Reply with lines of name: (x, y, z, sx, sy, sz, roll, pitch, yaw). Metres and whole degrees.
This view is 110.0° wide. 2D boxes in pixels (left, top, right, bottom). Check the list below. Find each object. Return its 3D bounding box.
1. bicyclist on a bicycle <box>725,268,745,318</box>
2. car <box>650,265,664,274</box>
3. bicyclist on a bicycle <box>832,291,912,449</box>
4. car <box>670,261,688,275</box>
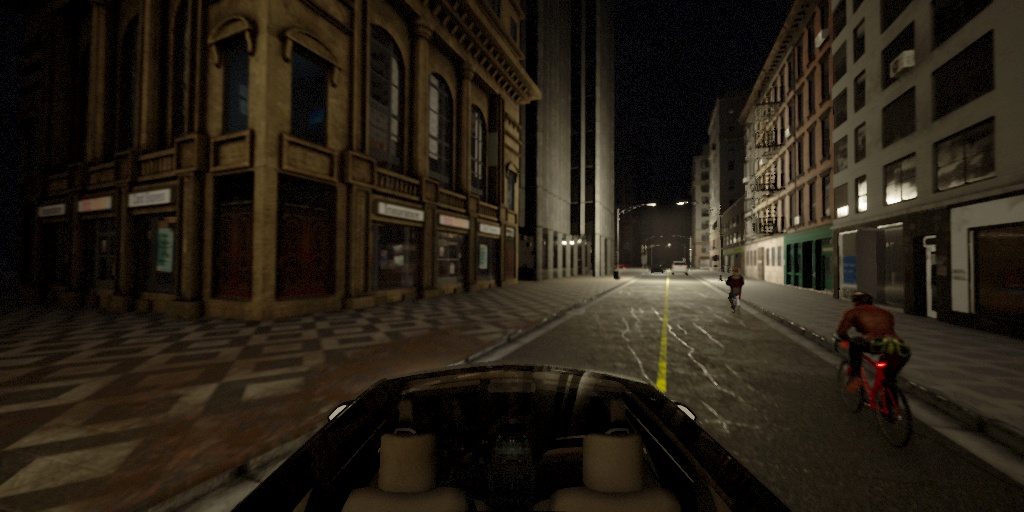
bicyclist on a bicycle: (8.139, 1.312, 13.122, 0.659, 1.776, 1.843, 0, -1, 24)
car: (23.680, 2.207, 58.438, 1.994, 1.385, 4.181, 0, -1, 24)
bicyclist on a bicycle: (4.305, 1.259, 4.328, 0.582, 1.620, 1.656, 0, -1, 24)
car: (25.182, 1.813, 54.008, 2.150, 2.045, 5.566, 0, -1, 23)
